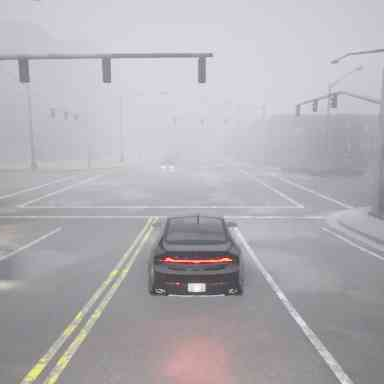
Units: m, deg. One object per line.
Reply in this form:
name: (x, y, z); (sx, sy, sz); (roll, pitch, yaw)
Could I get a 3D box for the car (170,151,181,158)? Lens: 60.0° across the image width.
car: (-3.546, -6.653, 60.814); (2.097, 1.767, 4.553); (0, 9, 0)

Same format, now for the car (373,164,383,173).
car: (22.438, -2.720, 36.278); (4.892, 1.490, 1.837); (0, 9, 0)

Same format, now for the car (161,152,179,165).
car: (-3.578, -4.895, 50.684); (2.033, 1.411, 5.357); (0, 9, 0)

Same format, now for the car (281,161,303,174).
car: (11.963, -2.679, 36.393); (4.181, 1.385, 1.994); (0, 9, 1)

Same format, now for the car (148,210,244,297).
car: (0.075, 1.200, 8.020); (1.837, 1.490, 4.892); (0, 4, 0)

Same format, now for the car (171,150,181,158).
car: (-3.474, -8.093, 70.992); (1.882, 1.535, 5.008); (0, 9, 0)

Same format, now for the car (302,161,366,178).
car: (14.167, -2.151, 32.859); (5.357, 1.411, 2.033); (0, 9, 0)
